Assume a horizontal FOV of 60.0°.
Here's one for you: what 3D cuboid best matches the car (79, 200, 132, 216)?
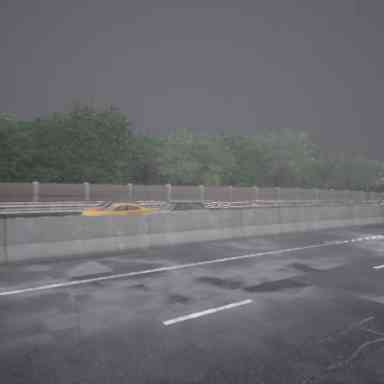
[{"bbox_3d":[-4.875,1.494,22.001,5.008,1.535,1.882,0,0,-35],"label":"car"}]

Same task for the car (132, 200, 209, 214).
[{"bbox_3d":[-1.007,1.378,20.454,4.553,1.767,2.097,0,0,-35],"label":"car"}]
